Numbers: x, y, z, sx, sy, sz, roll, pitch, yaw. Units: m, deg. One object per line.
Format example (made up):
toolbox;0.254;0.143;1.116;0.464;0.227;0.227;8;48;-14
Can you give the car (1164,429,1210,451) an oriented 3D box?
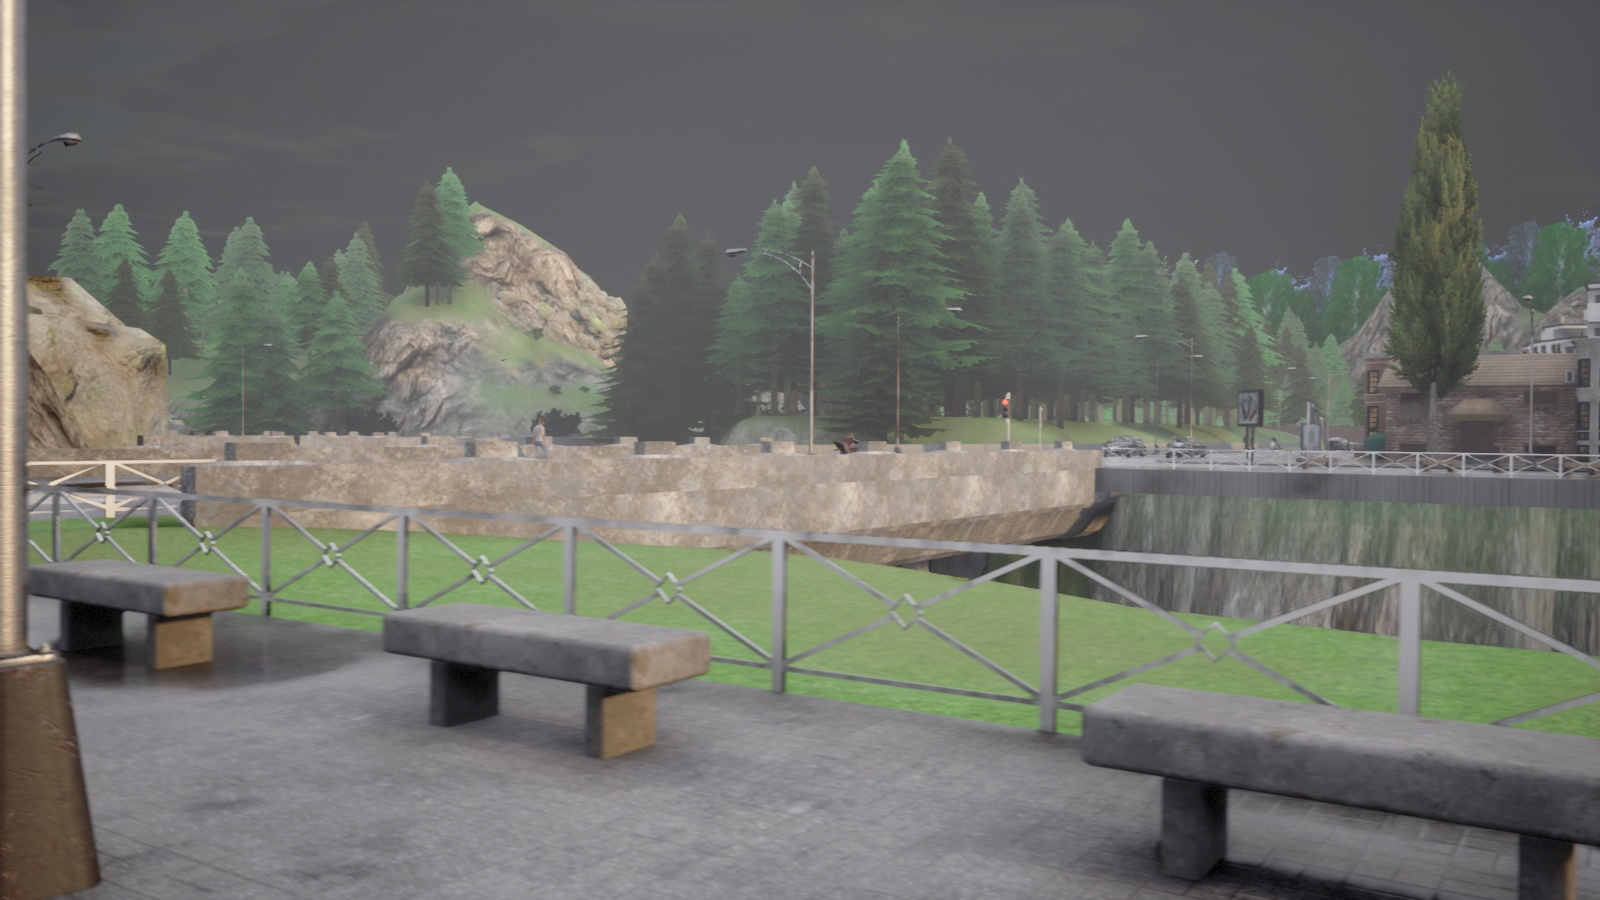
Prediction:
car;26.250;-0.702;85.038;1.970;1.475;3.806;0;1;34

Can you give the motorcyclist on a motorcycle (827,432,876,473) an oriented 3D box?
motorcyclist on a motorcycle;1.996;0.086;48.548;0.866;1.530;2.191;0;1;34

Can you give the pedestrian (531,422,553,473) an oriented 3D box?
pedestrian;-9.447;-0.101;46.026;0.354;1.836;0.706;0;1;35

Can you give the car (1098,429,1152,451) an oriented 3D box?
car;22.387;-0.695;86.469;2.128;1.511;4.902;0;1;33
